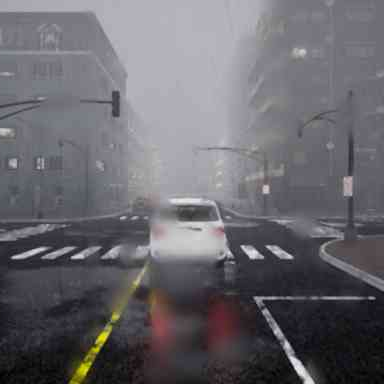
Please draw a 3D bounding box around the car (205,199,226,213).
[{"bbox_3d":[2.561,1.553,37.104,1.947,1.339,4.313,0,0,0],"label":"car"}]

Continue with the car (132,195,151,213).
[{"bbox_3d":[-5.319,1.301,37.103,2.192,1.841,5.009,0,0,0],"label":"car"}]

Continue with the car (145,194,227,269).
[{"bbox_3d":[-0.229,1.218,11.301,2.150,2.045,5.566,0,0,-4],"label":"car"}]

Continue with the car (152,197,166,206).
[{"bbox_3d":[-5.321,1.519,53.759,1.887,1.381,4.507,0,0,0],"label":"car"}]

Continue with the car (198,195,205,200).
[{"bbox_3d":[2.555,1.481,92.625,1.887,1.381,4.507,0,0,0],"label":"car"}]

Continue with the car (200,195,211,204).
[{"bbox_3d":[2.558,1.405,64.864,1.967,1.590,4.097,0,0,0],"label":"car"}]

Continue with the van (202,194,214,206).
[{"bbox_3d":[2.560,1.316,53.760,1.690,1.788,3.998,0,0,0],"label":"van"}]

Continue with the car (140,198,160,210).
[{"bbox_3d":[-5.320,1.527,42.655,1.887,1.381,4.507,0,0,0],"label":"car"}]

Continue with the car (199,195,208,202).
[{"bbox_3d":[2.557,1.506,75.969,2.008,1.369,4.403,0,0,0],"label":"car"}]

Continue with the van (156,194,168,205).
[{"bbox_3d":[-5.321,1.310,59.311,1.690,1.788,3.998,0,0,0],"label":"van"}]

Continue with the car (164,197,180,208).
[{"bbox_3d":[-2.844,1.525,48.808,2.033,1.411,5.357,0,0,0],"label":"car"}]

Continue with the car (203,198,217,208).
[{"bbox_3d":[2.560,1.561,48.208,1.802,1.307,4.206,0,0,0],"label":"car"}]
